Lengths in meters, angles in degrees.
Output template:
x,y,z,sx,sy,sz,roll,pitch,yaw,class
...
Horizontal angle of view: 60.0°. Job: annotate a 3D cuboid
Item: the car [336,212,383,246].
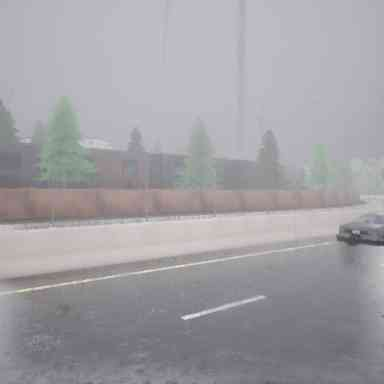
x,y,z,sx,sy,sz,roll,pitch,yaw,class
8.269,1.563,14.066,5.357,1.411,2.033,0,0,-35,car
